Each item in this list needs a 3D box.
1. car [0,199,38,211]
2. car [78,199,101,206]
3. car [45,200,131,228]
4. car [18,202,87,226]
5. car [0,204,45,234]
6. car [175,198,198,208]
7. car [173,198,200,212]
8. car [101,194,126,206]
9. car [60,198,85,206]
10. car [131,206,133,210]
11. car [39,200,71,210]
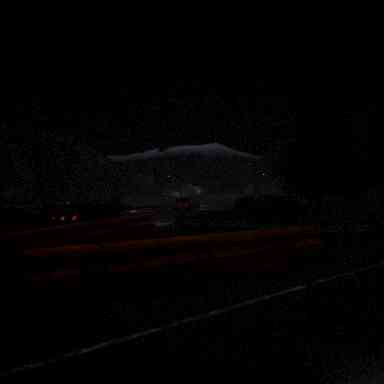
[{"bbox_3d":[-24.636,1.822,47.263,2.128,1.511,4.902,-1,0,23],"label":"car"},{"bbox_3d":[-19.154,1.926,62.327,1.895,1.301,4.718,-1,0,18],"label":"car"},{"bbox_3d":[-6.068,1.459,20.002,2.097,1.767,4.553,-1,0,27],"label":"car"},{"bbox_3d":[-10.816,1.638,26.161,1.882,1.535,5.008,0,0,26],"label":"car"},{"bbox_3d":[-10.446,1.616,19.107,1.882,1.535,5.008,0,0,27],"label":"car"},{"bbox_3d":[-0.769,1.636,50.603,2.128,1.511,4.902,0,0,18],"label":"car"},{"bbox_3d":[-0.623,1.471,40.821,2.097,1.767,4.553,-1,0,21],"label":"car"},{"bbox_3d":[-14.999,1.518,64.024,2.150,2.045,5.566,0,0,17],"label":"car"},{"bbox_3d":[-22.610,1.857,63.030,1.837,1.490,4.892,0,0,18],"label":"car"},{"bbox_3d":[-8.998,1.727,38.510,2.033,1.411,5.357,0,0,22],"label":"car"},{"bbox_3d":[-20.160,1.862,48.968,1.994,1.385,4.181,-1,0,22],"label":"car"}]
